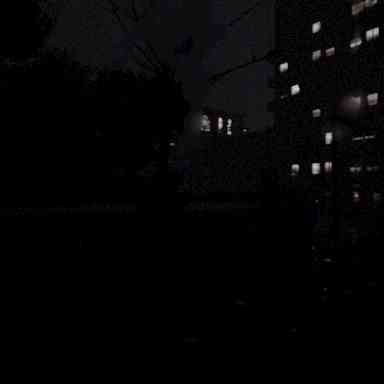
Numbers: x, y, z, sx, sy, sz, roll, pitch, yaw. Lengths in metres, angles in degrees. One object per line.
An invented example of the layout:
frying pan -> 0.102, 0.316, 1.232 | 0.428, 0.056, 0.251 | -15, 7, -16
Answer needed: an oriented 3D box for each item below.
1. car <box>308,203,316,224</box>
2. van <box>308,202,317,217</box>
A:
car -> 6.968, 1.895, 26.755 | 1.882, 1.535, 5.008 | 0, -1, -37
van -> 10.053, 1.822, 32.325 | 1.690, 1.788, 3.998 | -1, 0, -36
